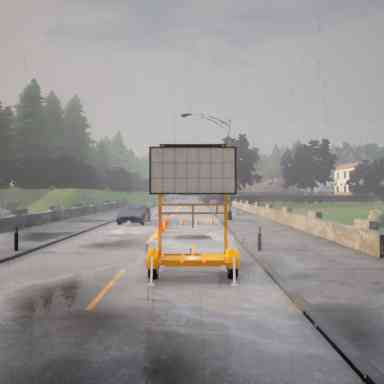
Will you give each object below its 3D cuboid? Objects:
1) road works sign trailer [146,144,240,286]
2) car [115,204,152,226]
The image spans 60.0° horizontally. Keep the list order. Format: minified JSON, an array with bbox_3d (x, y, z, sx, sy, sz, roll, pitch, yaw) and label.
[{"bbox_3d":[0.026,0.464,9.353,2.380,3.560,2.880,0,0,0],"label":"road works sign trailer"},{"bbox_3d":[-4.034,1.547,23.851,2.033,1.411,5.357,0,0,0],"label":"car"}]
